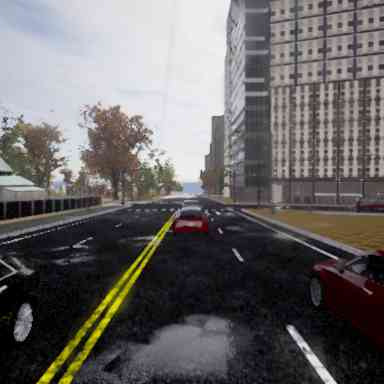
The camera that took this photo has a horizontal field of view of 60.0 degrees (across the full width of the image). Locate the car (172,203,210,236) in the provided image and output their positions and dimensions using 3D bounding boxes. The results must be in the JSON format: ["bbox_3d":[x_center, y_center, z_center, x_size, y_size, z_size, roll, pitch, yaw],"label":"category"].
[{"bbox_3d":[-0.026,1.539,18.439,1.994,1.385,4.181,0,0,1],"label":"car"}]

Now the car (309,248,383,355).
[{"bbox_3d":[3.249,1.518,4.791,1.812,1.442,4.674,0,0,0],"label":"car"}]

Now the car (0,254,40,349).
[{"bbox_3d":[-3.350,1.499,3.447,1.837,1.490,4.892,0,0,0],"label":"car"}]

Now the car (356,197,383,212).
[{"bbox_3d":[23.000,1.607,41.153,5.009,1.841,2.192,1,2,20],"label":"car"}]

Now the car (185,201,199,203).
[{"bbox_3d":[0.072,1.571,23.688,1.895,1.301,4.718,0,0,0],"label":"car"}]
